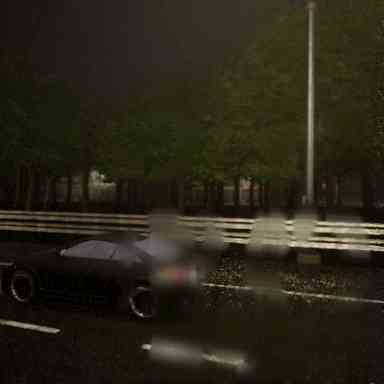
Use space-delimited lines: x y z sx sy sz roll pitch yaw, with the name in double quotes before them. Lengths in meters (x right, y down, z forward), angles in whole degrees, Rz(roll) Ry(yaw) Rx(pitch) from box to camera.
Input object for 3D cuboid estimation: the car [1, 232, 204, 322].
"car" -1.863 1.571 7.103 4.181 1.385 1.994 0 0 19
